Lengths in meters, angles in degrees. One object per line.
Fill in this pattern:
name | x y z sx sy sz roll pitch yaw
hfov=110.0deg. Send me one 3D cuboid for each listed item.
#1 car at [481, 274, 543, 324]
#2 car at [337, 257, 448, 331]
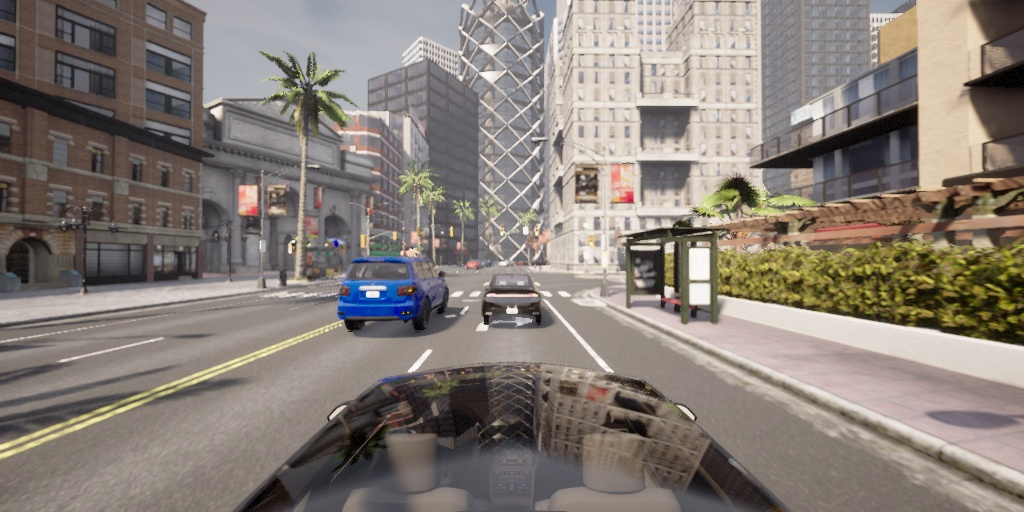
car | -0.005 1.352 12.491 2.128 1.511 4.902 0 -1 0
car | -3.496 1.072 11.552 2.150 2.045 5.566 0 -1 -1
